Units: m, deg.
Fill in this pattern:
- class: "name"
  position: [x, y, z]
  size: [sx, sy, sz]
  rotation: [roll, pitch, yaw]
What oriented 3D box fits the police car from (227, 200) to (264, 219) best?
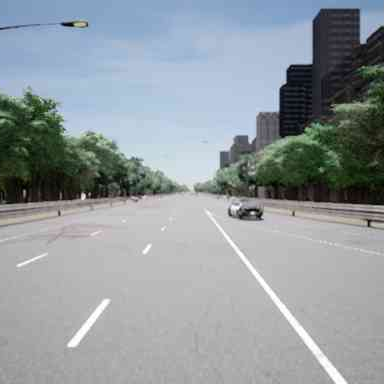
- class: "police car"
  position: [4.511, 1.508, 29.086]
  size: [2.038, 1.542, 4.974]
  rotation: [0, 0, -9]
